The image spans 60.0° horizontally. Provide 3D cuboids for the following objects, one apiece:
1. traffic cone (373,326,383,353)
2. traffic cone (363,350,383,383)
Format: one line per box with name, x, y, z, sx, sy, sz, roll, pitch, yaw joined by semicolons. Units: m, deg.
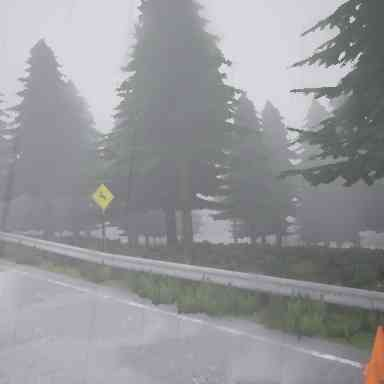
traffic cone;2.328;1.956;4.109;0.340;0.580;0.340;0;0;34
traffic cone;1.783;1.956;3.273;0.340;0.580;0.340;0;0;33
